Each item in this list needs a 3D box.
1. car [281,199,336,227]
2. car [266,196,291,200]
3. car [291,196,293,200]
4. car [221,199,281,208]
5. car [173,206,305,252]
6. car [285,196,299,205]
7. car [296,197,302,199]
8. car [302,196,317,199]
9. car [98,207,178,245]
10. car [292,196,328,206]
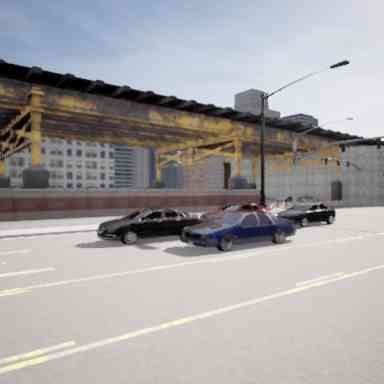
[{"bbox_3d":[7.711,1.463,22.267,4.892,1.490,1.837,0,0,-35],"label":"car"},{"bbox_3d":[10.960,1.217,46.331,4.536,1.218,1.853,0,0,8],"label":"car"},{"bbox_3d":[11.012,1.374,46.324,4.974,1.542,2.038,0,0,8],"label":"car"},{"bbox_3d":[2.551,1.302,18.585,4.674,1.442,1.812,0,0,-35],"label":"car"},{"bbox_3d":[2.127,1.526,14.033,5.357,1.411,2.033,0,0,-35],"label":"car"},{"bbox_3d":[14.772,1.207,49.058,1.853,1.218,4.536,0,0,18],"label":"car"},{"bbox_3d":[14.757,1.364,49.009,2.038,1.542,4.974,0,0,18],"label":"car"},{"bbox_3d":[18.616,1.195,52.762,4.536,1.218,1.853,0,0,-7],"label":"car"},{"bbox_3d":[-1.893,1.490,15.484,4.892,1.490,1.837,0,0,-35],"label":"car"},{"bbox_3d":[18.667,1.353,52.768,4.974,1.542,2.038,0,0,-7],"label":"car"}]
